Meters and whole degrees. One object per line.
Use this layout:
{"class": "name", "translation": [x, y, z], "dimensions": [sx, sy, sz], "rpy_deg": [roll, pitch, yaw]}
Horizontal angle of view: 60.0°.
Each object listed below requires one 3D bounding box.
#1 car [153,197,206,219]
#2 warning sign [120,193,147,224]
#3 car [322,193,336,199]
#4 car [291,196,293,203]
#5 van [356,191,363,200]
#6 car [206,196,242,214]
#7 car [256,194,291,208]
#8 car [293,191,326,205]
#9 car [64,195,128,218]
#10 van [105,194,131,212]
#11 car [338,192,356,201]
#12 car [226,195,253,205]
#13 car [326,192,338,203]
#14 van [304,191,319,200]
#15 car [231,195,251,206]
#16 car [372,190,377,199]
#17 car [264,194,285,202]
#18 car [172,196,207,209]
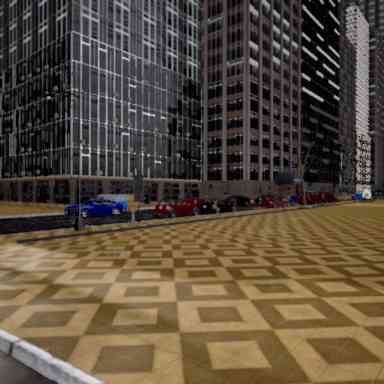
{"class": "car", "translation": [-1.153, 1.251, 27.130], "dimensions": [1.967, 1.590, 4.097], "rpy_deg": [1, 1, 41]}
{"class": "warning sign", "translation": [-3.657, 0.986, 20.754], "dimensions": [1.300, 1.860, 1.060], "rpy_deg": [0, 0, 41]}
{"class": "car", "translation": [33.073, 0.842, 80.225], "dimensions": [1.947, 1.339, 4.313], "rpy_deg": [1, 1, 41]}
{"class": "car", "translation": [17.043, 1.073, 52.740], "dimensions": [1.812, 1.442, 4.674], "rpy_deg": [0, 1, 41]}
{"class": "van", "translation": [35.732, 0.692, 70.436], "dimensions": [1.690, 1.788, 3.998], "rpy_deg": [1, 1, 41]}
{"class": "car", "translation": [2.501, 1.330, 31.490], "dimensions": [1.947, 1.339, 4.313], "rpy_deg": [1, 1, 41]}
{"class": "car", "translation": [9.846, 1.254, 40.178], "dimensions": [1.802, 1.307, 4.206], "rpy_deg": [1, 1, 41]}
{"class": "car", "translation": [17.243, 0.895, 48.820], "dimensions": [2.192, 1.841, 5.009], "rpy_deg": [1, 1, 41]}
{"class": "car", "translation": [-8.207, 1.300, 27.988], "dimensions": [1.882, 1.535, 5.008], "rpy_deg": [0, 1, 41]}
{"class": "van", "translation": [-7.693, 1.122, 32.748], "dimensions": [1.690, 1.788, 3.998], "rpy_deg": [1, 1, 41]}
{"class": "car", "translation": [28.446, 0.966, 61.921], "dimensions": [1.752, 1.417, 4.829], "rpy_deg": [1, 1, 41]}
{"class": "car", "translation": [7.187, 1.163, 49.963], "dimensions": [1.947, 1.339, 4.313], "rpy_deg": [1, 1, 41]}
{"class": "car", "translation": [20.940, 0.849, 53.143], "dimensions": [2.192, 1.841, 5.009], "rpy_deg": [1, 1, 41]}
{"class": "van", "translation": [25.678, 0.709, 71.575], "dimensions": [1.690, 1.788, 3.998], "rpy_deg": [1, 1, 41]}
{"class": "car", "translation": [5.750, 1.126, 44.262], "dimensions": [1.882, 1.535, 5.008], "rpy_deg": [0, 1, 41]}
{"class": "car", "translation": [39.429, 0.856, 74.762], "dimensions": [2.008, 1.369, 4.403], "rpy_deg": [1, 1, 41]}
{"class": "car", "translation": [14.584, 1.071, 58.609], "dimensions": [1.947, 1.339, 4.313], "rpy_deg": [1, 1, 41]}
{"class": "car", "translation": [-0.214, 1.234, 41.324], "dimensions": [1.887, 1.381, 4.507], "rpy_deg": [1, 1, 41]}
